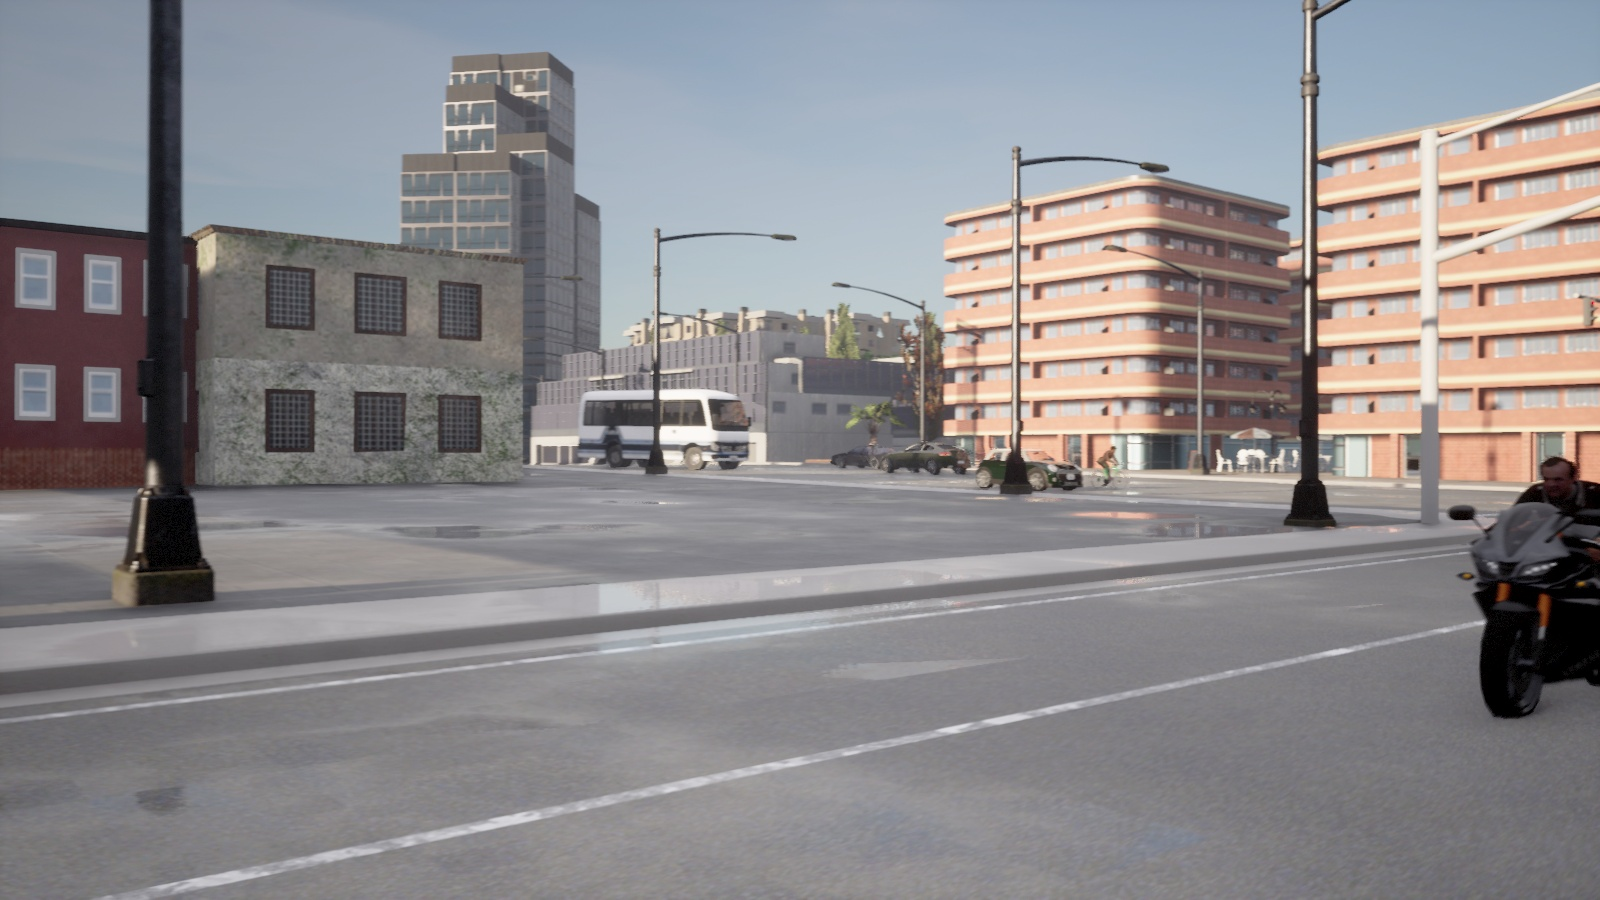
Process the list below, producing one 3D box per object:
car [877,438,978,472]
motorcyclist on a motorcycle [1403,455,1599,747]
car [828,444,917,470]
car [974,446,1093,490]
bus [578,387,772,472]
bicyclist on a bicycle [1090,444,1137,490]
[{"bbox_3d":[6.437,0.224,63.940,2.152,1.651,5.027,0,1,-39],"label":"car"},{"bbox_3d":[4.611,0.800,7.642,2.191,1.530,0.866,0,0,-40],"label":"motorcyclist on a motorcycle"},{"bbox_3d":[4.122,0.389,72.400,2.033,1.411,5.357,0,1,-39],"label":"car"},{"bbox_3d":[8.314,0.613,44.860,1.970,1.475,3.806,0,1,-39],"label":"car"},{"bbox_3d":[-6.804,-1.078,67.231,10.273,4.253,3.944,1,1,36],"label":"bus"},{"bbox_3d":[11.570,0.613,46.398,0.582,1.620,1.656,0,1,-39],"label":"bicyclist on a bicycle"}]
